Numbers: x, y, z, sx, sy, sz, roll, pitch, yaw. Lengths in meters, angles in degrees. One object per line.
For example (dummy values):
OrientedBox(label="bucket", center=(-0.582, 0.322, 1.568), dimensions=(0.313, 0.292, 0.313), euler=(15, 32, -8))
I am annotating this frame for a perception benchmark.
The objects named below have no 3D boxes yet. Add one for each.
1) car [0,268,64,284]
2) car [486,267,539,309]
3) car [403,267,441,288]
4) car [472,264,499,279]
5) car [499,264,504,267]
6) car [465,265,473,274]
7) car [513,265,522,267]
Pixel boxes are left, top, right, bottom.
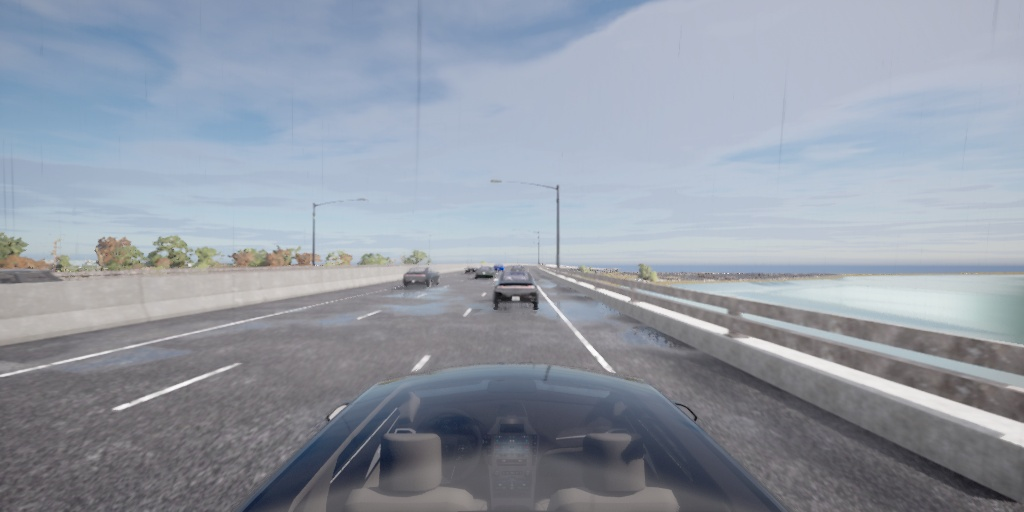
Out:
OrientedBox(label="car", center=(-17.555, 1.230, 11.590), dimensions=(2.097, 1.767, 4.553), euler=(0, -1, 0))
OrientedBox(label="car", center=(0.177, 1.430, 16.028), dimensions=(2.128, 1.511, 4.902), euler=(0, -1, 1))
OrientedBox(label="car", center=(-6.693, 1.579, 26.990), dimensions=(2.128, 1.511, 4.902), euler=(0, -1, 1))
OrientedBox(label="car", center=(-2.933, 1.840, 40.391), dimensions=(1.994, 1.385, 4.181), euler=(0, -1, 1))
OrientedBox(label="car", center=(-2.261, 2.088, 63.057), dimensions=(1.882, 1.535, 5.008), euler=(0, -1, 2))
OrientedBox(label="car", center=(-6.011, 2.104, 55.969), dimensions=(1.895, 1.301, 4.718), euler=(0, -1, 2))
OrientedBox(label="car", center=(0.829, 1.983, 50.430), dimensions=(1.994, 1.385, 4.181), euler=(0, -1, 2))
